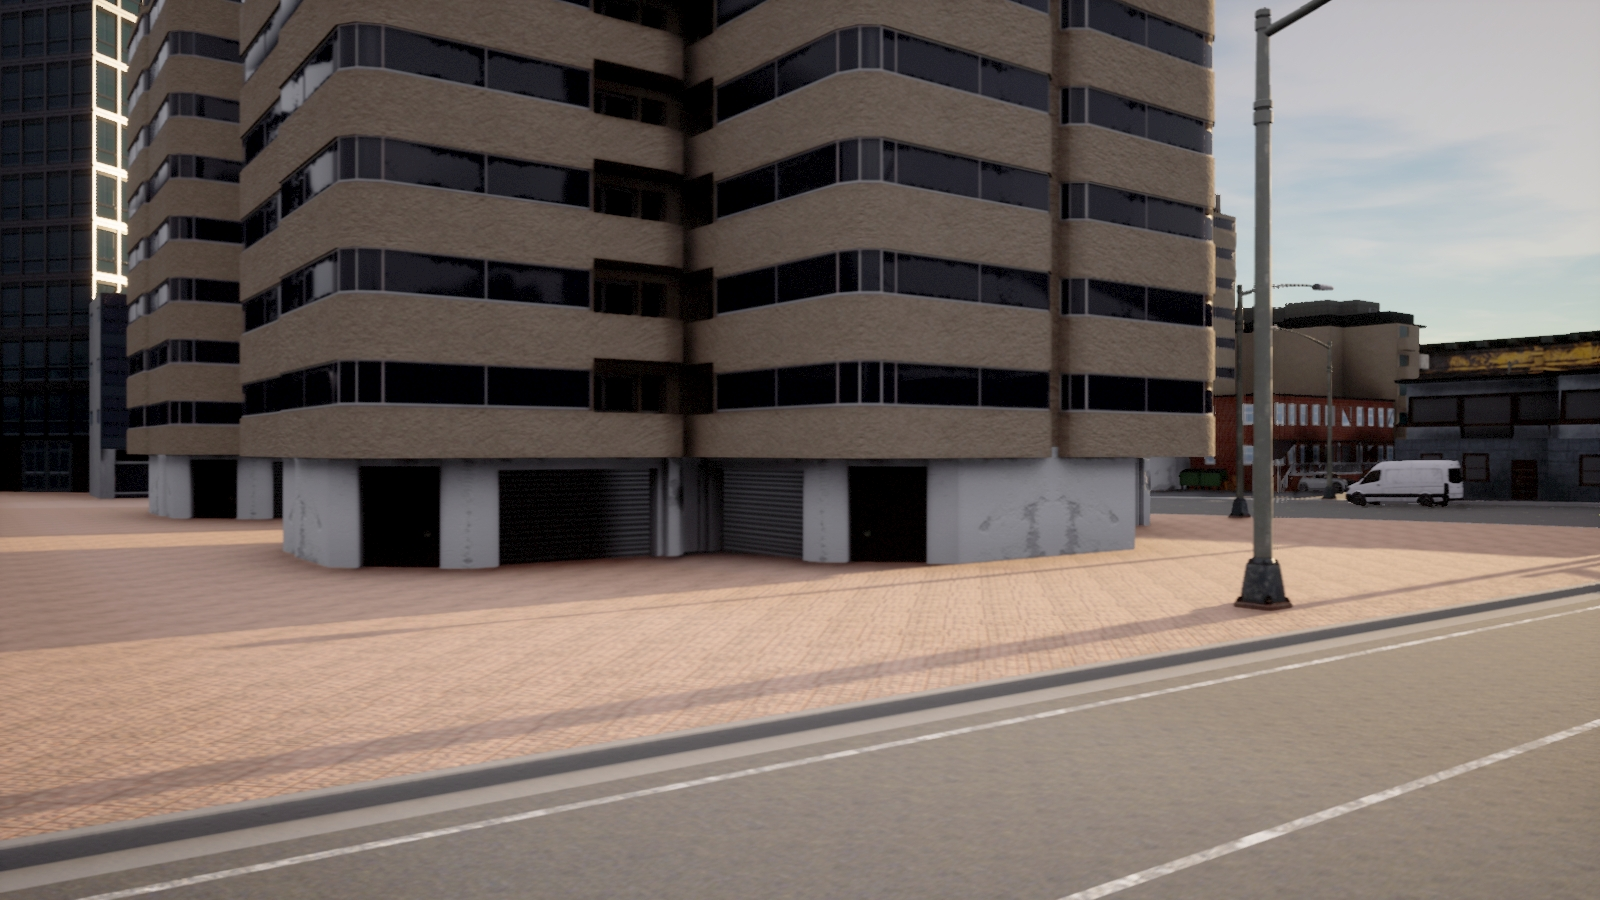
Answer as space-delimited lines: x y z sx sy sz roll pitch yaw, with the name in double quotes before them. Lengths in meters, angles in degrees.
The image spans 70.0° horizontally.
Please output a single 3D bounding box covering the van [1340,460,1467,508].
"van" 33.629 1.887 63.838 1.988 2.561 5.915 0 -1 -37
